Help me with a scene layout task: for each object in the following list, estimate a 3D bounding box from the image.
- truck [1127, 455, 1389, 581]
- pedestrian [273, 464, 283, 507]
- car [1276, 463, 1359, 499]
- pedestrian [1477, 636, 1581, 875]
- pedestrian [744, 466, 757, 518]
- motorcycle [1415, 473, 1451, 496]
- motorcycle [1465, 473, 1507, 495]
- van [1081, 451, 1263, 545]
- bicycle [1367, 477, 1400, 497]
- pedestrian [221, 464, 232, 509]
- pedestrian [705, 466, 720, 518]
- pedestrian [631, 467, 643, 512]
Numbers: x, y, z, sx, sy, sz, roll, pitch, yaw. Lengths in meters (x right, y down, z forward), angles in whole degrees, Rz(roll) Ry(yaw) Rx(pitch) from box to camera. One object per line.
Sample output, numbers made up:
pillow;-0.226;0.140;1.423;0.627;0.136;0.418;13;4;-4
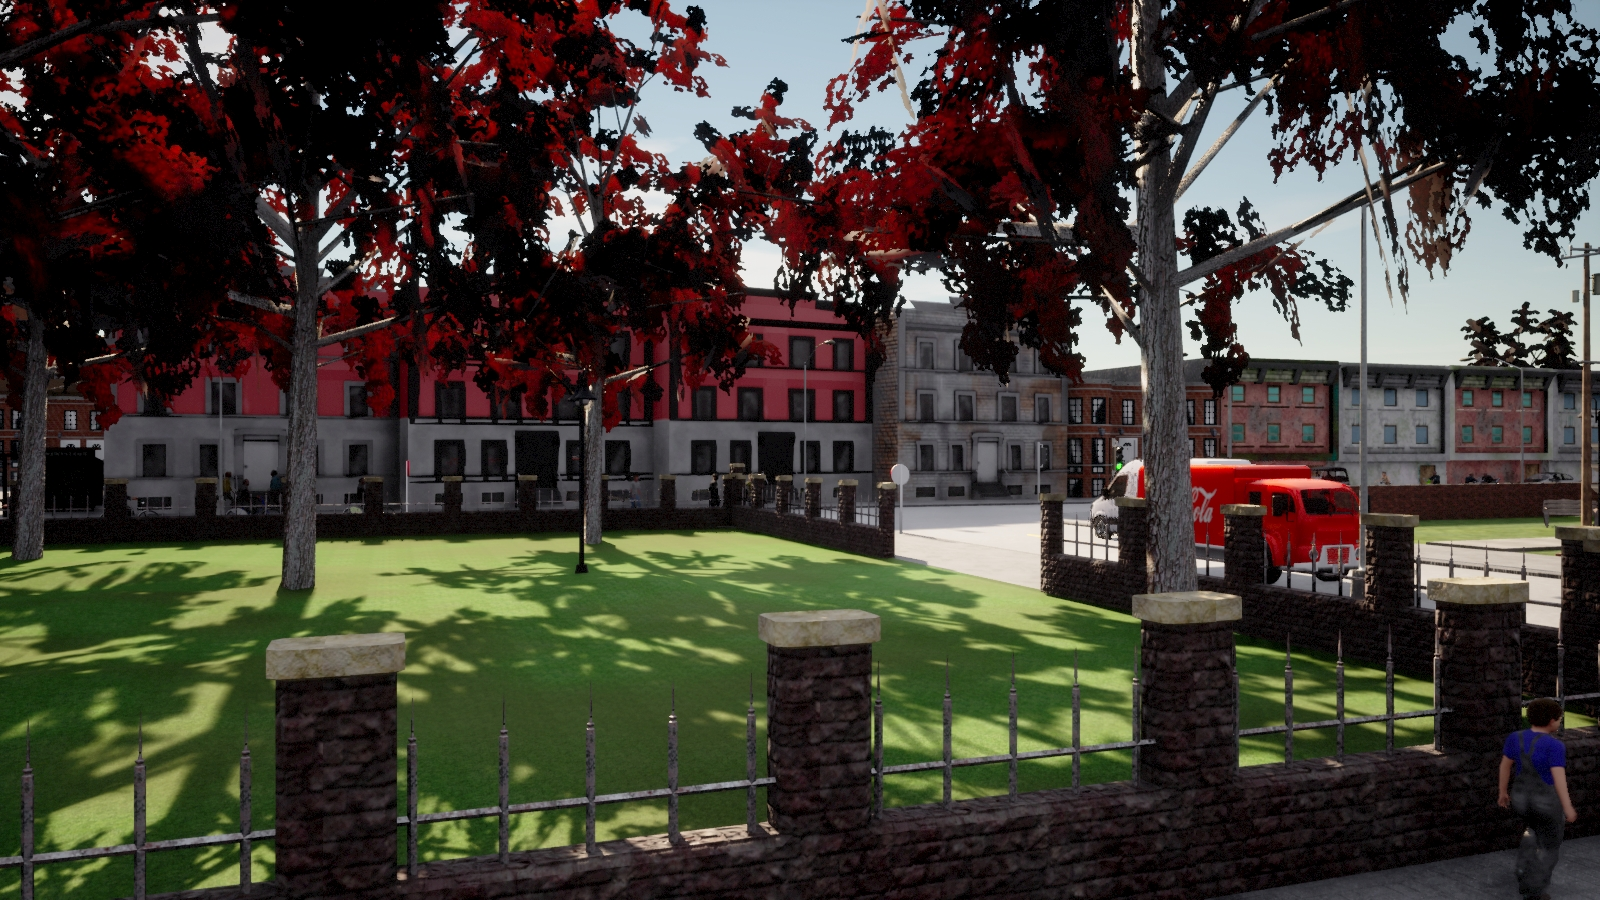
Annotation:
truck;9.964;1.348;25.442;2.627;2.467;5.204;0;0;-20
pedestrian;-22.400;1.522;49.012;0.375;1.860;0.375;0;0;-18
car;28.140;1.638;62.162;3.866;1.878;1.905;0;0;-20
pedestrian;4.361;1.806;6.844;0.375;1.300;0.375;0;0;-20
pedestrian;-1.808;1.524;41.654;0.375;1.860;0.375;0;0;-17
motorcycle;36.002;1.962;64.979;1.805;1.236;0.856;0;0;-20
motorcycle;39.853;1.985;66.375;2.209;1.251;0.867;0;0;-20
van;10.986;1.315;34.331;1.988;2.561;5.915;0;0;-20
bicycle;32.543;2.036;63.766;1.487;1.080;0.859;0;0;-20
pedestrian;-23.971;1.524;47.777;0.375;1.860;0.375;0;0;-19
pedestrian;-3.182;1.525;41.493;0.375;1.860;0.375;0;0;-40
pedestrian;-6.717;1.628;47.081;0.375;1.860;0.375;0;0;-43
